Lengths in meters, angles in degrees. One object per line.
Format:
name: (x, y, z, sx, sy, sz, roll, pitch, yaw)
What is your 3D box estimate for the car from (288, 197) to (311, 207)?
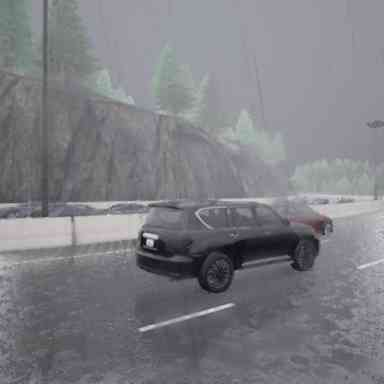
car: (17.957, 1.585, 55.412, 2.128, 1.511, 4.902, 0, 0, 39)

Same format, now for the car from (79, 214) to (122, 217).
car: (-4.731, 1.551, 22.559, 4.892, 1.490, 1.837, 0, 0, -39)

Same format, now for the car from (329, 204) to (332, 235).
car: (5.220, 1.381, 16.927, 4.553, 1.767, 2.097, 0, 0, -40)

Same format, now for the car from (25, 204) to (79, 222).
car: (-8.635, 1.599, 23.891, 5.357, 1.411, 2.033, 0, 0, -38)

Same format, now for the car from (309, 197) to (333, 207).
car: (20.621, 1.579, 53.145, 2.128, 1.511, 4.902, 0, 0, 39)

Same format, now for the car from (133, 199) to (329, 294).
car: (1.180, 1.239, 9.136, 5.566, 2.045, 2.150, 0, 0, -37)
